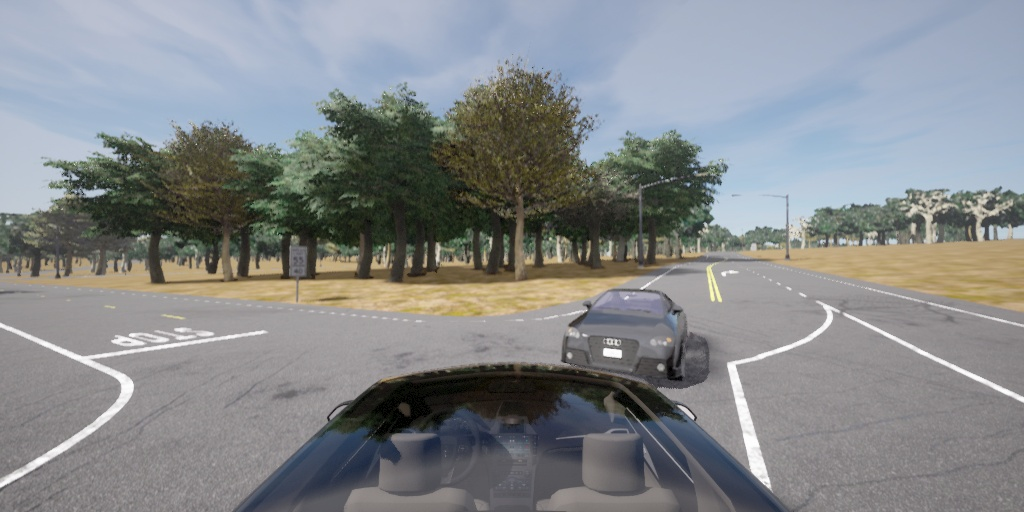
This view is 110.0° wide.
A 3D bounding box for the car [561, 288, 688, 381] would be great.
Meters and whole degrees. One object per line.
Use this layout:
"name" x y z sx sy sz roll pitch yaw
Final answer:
"car" 2.527 1.391 7.478 1.994 1.385 4.181 0 -1 28
